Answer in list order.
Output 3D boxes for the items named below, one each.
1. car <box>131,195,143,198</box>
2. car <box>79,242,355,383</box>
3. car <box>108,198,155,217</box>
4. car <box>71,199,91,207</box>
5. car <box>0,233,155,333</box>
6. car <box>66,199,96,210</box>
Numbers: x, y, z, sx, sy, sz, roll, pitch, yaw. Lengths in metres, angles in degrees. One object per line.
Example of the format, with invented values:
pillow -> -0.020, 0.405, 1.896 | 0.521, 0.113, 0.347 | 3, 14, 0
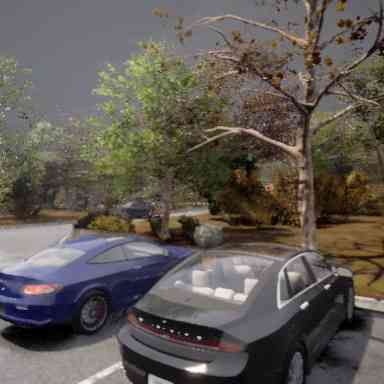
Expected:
car -> -10.188, 1.554, 60.608 | 2.150, 2.045, 5.566 | -2, 0, 1
car -> 1.108, 1.502, 5.019 | 2.231, 1.521, 4.892 | -1, 0, 35
car -> -5.265, 1.560, 28.979 | 1.837, 1.490, 4.892 | -4, -2, 35
car -> -26.007, 2.517, 77.996 | 4.553, 1.767, 2.097 | -3, -2, 34
car -> -1.557, 1.578, 6.924 | 2.002, 1.452, 4.674 | -1, 0, 36
car -> -17.227, 2.117, 51.950 | 1.837, 1.490, 4.892 | -4, -2, 35
